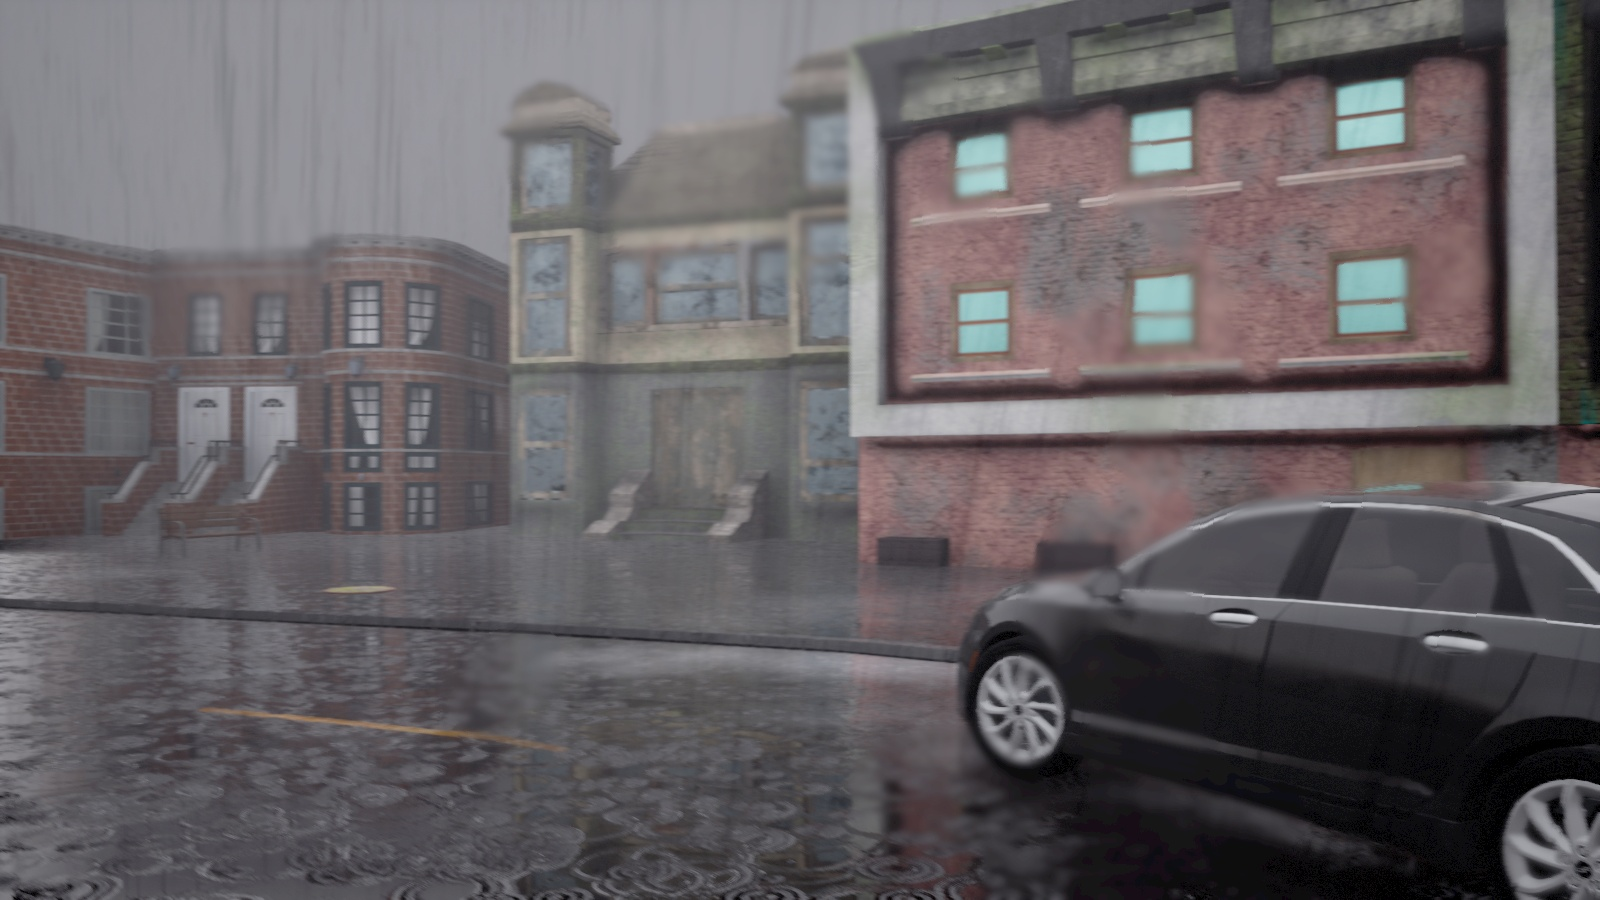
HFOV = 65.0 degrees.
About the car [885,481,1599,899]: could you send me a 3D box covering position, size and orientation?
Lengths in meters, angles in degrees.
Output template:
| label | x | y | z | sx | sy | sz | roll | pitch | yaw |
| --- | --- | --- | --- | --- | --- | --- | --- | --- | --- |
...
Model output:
| label | x | y | z | sx | sy | sz | roll | pitch | yaw |
| --- | --- | --- | --- | --- | --- | --- | --- | --- | --- |
| car | 2.454 | 0.893 | 5.615 | 1.837 | 1.490 | 4.892 | 1 | -1 | -28 |
